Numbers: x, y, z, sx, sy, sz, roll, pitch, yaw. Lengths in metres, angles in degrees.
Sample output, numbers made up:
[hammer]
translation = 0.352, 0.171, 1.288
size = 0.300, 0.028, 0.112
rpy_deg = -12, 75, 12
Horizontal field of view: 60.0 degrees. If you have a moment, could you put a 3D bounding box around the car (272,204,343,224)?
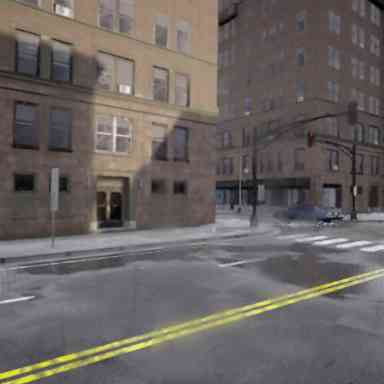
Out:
[car]
translation = 8.739, 1.616, 25.576
size = 2.033, 1.411, 5.357
rpy_deg = 1, -1, -35
